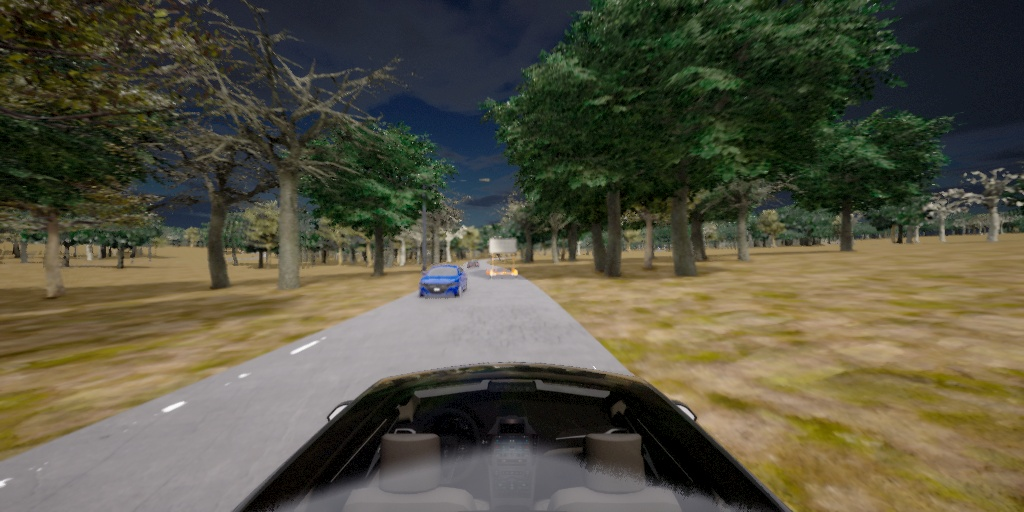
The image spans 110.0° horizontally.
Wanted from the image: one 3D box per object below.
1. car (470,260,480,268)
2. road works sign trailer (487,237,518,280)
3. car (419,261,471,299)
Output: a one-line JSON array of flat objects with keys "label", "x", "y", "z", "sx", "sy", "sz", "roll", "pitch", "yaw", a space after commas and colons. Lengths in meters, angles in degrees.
[{"label": "car", "x": -6.281, "y": 1.321, "z": 59.218, "sx": 1.994, "sy": 1.385, "sz": 4.181, "roll": 0, "pitch": 0, "yaw": -6}, {"label": "road works sign trailer", "x": -0.762, "y": 0.163, "z": 30.729, "sx": 2.380, "sy": 3.560, "sz": 2.880, "roll": 0, "pitch": 0, "yaw": -4}, {"label": "car", "x": -3.359, "y": 1.192, "z": 18.183, "sx": 1.882, "sy": 1.535, "sz": 5.008, "roll": 0, "pitch": 0, "yaw": -2}]
